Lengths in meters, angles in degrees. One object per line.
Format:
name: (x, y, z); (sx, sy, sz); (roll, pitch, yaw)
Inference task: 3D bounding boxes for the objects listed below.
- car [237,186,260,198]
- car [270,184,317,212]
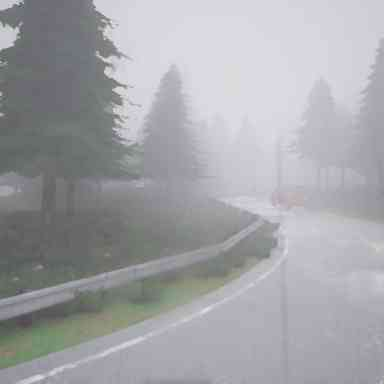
car: (7.448, -0.029, 43.273); (2.033, 1.411, 5.357); (1, 2, 24)
car: (8.238, 0.387, 27.347); (2.150, 2.045, 5.566); (2, 3, -5)
